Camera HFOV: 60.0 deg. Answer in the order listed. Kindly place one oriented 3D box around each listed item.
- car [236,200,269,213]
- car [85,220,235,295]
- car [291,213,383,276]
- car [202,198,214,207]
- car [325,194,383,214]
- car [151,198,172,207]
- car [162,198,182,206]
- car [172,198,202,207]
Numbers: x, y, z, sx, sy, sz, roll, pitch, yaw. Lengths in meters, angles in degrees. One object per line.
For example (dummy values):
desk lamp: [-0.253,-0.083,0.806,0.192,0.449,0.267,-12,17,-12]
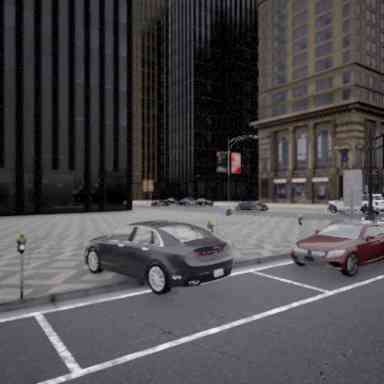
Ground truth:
car: [7.313,1.725,40.336,1.994,1.385,4.181,0,-1,-35]
car: [-1.004,1.368,8.063,2.008,1.369,4.403,-1,0,-45]
car: [4.830,1.528,10.089,4.206,1.307,1.802,0,0,-35]
car: [1.940,1.863,59.416,1.837,1.490,4.892,0,-1,-35]
car: [16.436,1.253,33.665,2.150,2.045,5.566,0,-1,-38]
car: [-5.611,1.973,58.730,1.994,1.385,4.181,0,-1,-35]
car: [-4.108,1.967,67.862,1.837,1.490,4.892,0,-1,-35]
car: [-0.924,1.860,57.840,2.128,1.511,4.902,0,0,-35]
